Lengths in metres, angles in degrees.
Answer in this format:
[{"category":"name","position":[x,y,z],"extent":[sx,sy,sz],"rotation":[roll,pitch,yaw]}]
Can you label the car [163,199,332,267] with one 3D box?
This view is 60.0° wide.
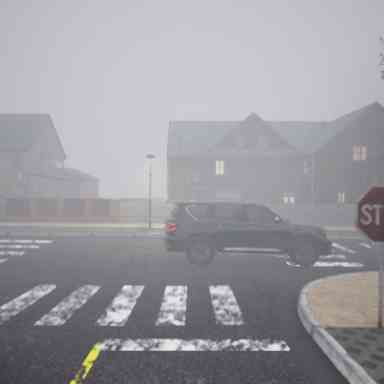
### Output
[{"category":"car","position":[1.787,1.299,11.426],"extent":[5.566,2.045,2.150],"rotation":[1,1,-1]}]
